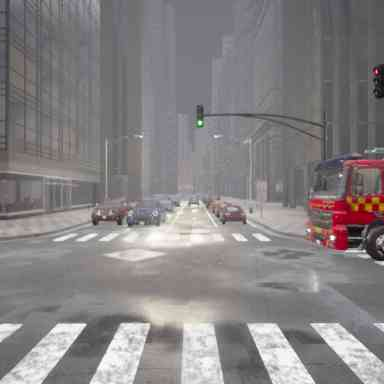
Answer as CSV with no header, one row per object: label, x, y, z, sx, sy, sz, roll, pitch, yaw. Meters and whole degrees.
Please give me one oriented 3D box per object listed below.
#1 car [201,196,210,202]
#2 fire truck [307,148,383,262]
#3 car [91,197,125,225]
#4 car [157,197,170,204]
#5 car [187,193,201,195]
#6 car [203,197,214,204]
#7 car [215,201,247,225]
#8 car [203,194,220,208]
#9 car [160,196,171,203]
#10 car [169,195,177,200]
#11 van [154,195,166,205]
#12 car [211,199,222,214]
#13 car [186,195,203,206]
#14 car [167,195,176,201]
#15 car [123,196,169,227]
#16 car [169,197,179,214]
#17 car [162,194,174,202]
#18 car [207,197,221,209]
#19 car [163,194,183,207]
car,3.166,1.597,80.090,1.947,1.339,4.313,0,0,0
fire truck,8.796,0.361,12.014,8.468,3.827,2.891,0,0,0
car,-5.642,1.317,23.931,2.192,1.841,5.009,0,0,0
car,-5.444,1.570,63.262,2.008,1.369,4.403,0,0,0
car,0.325,1.525,64.570,1.837,1.490,4.892,0,0,0
car,3.081,1.585,63.235,1.947,1.339,4.313,0,0,0
car,2.883,1.584,23.908,1.802,1.307,4.206,0,0,0
car,2.997,1.326,46.381,2.192,1.841,5.009,0,0,0
car,-5.415,1.589,68.880,1.947,1.339,4.313,0,0,0
car,-5.302,1.584,91.355,1.887,1.381,4.507,0,0,0
van,-5.472,1.357,57.643,1.690,1.788,3.998,0,0,0
car,2.912,1.586,29.526,1.802,1.307,4.206,0,0,0
car,0.273,1.562,54.156,2.033,1.411,5.357,0,0,0
car,-5.330,1.475,85.737,1.967,1.590,4.097,0,0,0
car,-3.038,1.354,22.868,2.097,1.767,4.553,0,0,2
car,-2.908,1.554,36.415,2.033,1.411,5.357,0,0,1
car,-5.387,1.342,74.500,2.192,1.841,5.009,0,0,0
car,2.940,1.551,35.144,1.887,1.381,4.507,0,0,0
car,-2.823,1.490,49.829,1.882,1.535,5.008,0,0,1
